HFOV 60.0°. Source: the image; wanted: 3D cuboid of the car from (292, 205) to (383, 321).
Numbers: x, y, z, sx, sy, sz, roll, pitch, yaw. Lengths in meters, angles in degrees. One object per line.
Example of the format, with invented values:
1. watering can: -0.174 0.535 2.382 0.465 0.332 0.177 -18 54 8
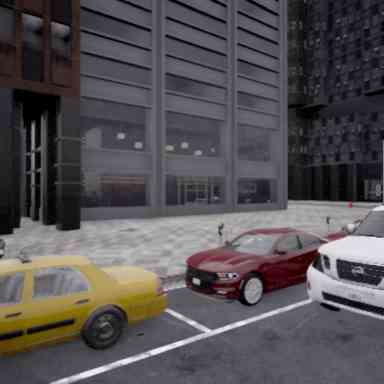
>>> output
1. car: 4.725 1.236 6.760 5.566 2.045 2.150 0 0 -36

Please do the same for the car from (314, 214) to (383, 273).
1. car: 6.337 1.574 11.409 4.507 1.381 1.887 0 0 -37

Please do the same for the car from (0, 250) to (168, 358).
1. car: -2.676 1.561 4.726 4.829 1.417 1.752 0 0 -37

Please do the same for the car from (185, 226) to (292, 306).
1. car: 1.899 1.577 8.118 4.507 1.381 1.887 0 0 -37
